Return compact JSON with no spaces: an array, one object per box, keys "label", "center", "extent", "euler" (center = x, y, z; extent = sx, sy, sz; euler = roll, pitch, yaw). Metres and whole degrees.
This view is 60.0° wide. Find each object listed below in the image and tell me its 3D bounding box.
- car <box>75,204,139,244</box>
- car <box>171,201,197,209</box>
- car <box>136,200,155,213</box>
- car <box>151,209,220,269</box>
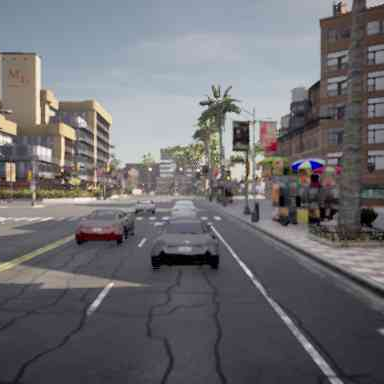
[{"label":"car","center":[-3.818,1.468,15.227],"extent":[1.994,1.385,4.181],"euler":[0,0,-1]},{"label":"car","center":[-0.576,1.363,24.790],"extent":[1.812,1.442,4.674],"euler":[0,0,-2]},{"label":"car","center":[-4.626,1.392,32.833],"extent":[1.895,1.301,4.718],"euler":[0,0,-8]},{"label":"car","center":[-0.218,1.491,10.958],"extent":[1.994,1.385,4.181],"euler":[0,0,-1]}]
